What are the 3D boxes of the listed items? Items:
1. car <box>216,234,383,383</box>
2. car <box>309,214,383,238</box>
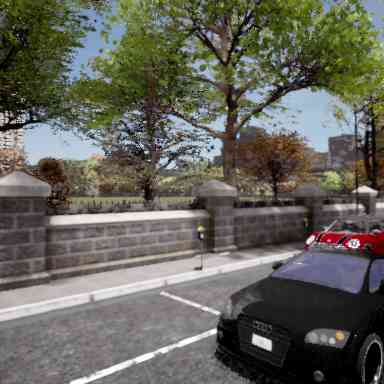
[{"bbox_3d":[2.353,1.650,5.342,4.181,1.385,1.994,1,-1,-41],"label":"car"},{"bbox_3d":[5.758,1.620,11.829,4.097,1.590,1.967,0,-2,-41],"label":"car"}]
